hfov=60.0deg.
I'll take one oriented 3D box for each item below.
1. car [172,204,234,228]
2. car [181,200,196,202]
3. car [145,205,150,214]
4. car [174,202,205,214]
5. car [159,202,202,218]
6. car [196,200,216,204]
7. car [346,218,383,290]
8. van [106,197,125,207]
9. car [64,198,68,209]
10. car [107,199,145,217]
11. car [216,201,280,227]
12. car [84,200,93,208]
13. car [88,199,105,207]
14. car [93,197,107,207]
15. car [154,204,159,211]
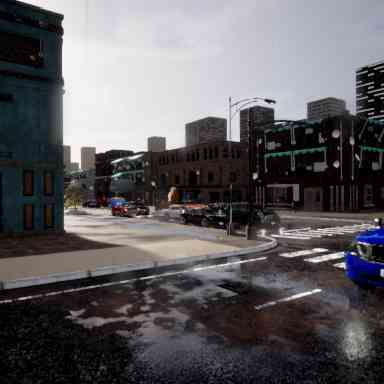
[{"bbox_3d":[0.732,1.814,24.575,1.947,1.339,4.313,-1,0,-35],"label":"car"},{"bbox_3d":[-0.483,1.660,36.500,2.097,1.767,4.553,-1,0,-35],"label":"car"},{"bbox_3d":[-6.793,1.918,39.903,1.837,1.490,4.892,-1,0,-35],"label":"car"},{"bbox_3d":[-0.360,1.903,40.814,1.802,1.307,4.206,-2,0,-35],"label":"car"},{"bbox_3d":[-0.886,1.898,31.561,1.895,1.301,4.718,-1,0,-35],"label":"car"},{"bbox_3d":[2.841,1.809,36.298,2.008,1.369,4.403,-2,0,-35],"label":"car"},{"bbox_3d":[6.006,1.220,7.951,5.566,2.045,2.150,0,0,-35],"label":"car"},{"bbox_3d":[-13.171,1.907,58.875,1.690,1.788,3.998,-1,0,-35],"label":"van"},{"bbox_3d":[-23.105,2.232,58.403,1.752,1.417,4.829,-1,0,-35],"label":"car"},{"bbox_3d":[-7.198,1.846,35.965,1.967,1.590,4.097,-1,0,-35],"label":"car"},{"bbox_3d":[4.209,1.547,24.257,2.097,1.767,4.553,-1,0,-34],"label":"car"},{"bbox_3d":[-19.309,2.230,63.075,1.994,1.385,4.181,-1,0,-35],"label":"car"},{"bbox_3d":[-19.569,2.227,67.905,1.887,1.381,4.507,-1,0,-35],"label":"car"},{"bbox_3d":[-16.373,1.939,63.390,2.192,1.841,5.009,-1,0,-35],"label":"car"},{"bbox_3d":[-3.560,1.966,45.329,1.802,1.307,4.206,-2,0,-35],"label":"car"}]
